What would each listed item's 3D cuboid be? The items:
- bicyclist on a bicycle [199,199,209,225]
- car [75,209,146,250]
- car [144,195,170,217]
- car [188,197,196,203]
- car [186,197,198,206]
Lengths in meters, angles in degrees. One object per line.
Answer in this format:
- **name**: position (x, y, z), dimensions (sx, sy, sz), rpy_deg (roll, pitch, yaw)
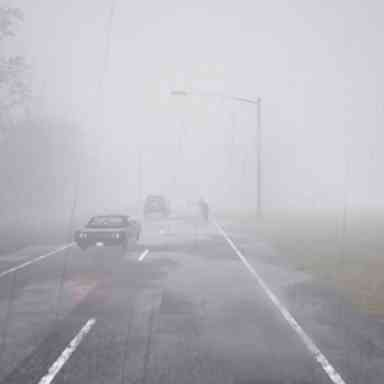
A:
- **bicyclist on a bicycle**: position (0.960, 1.521, 23.250), dimensions (0.582, 1.620, 1.656), rpy_deg (0, 0, 0)
- **car**: position (-3.404, 1.643, 14.496), dimensions (1.895, 1.301, 4.718), rpy_deg (0, 0, 0)
- **car**: position (-3.408, 1.317, 32.843), dimensions (2.150, 2.045, 5.566), rpy_deg (0, 0, 0)
- **car**: position (-0.011, 1.817, 74.879), dimensions (1.895, 1.301, 4.718), rpy_deg (0, 0, 0)
- **car**: position (0.053, 1.732, 56.832), dimensions (1.994, 1.385, 4.181), rpy_deg (0, 0, 0)
